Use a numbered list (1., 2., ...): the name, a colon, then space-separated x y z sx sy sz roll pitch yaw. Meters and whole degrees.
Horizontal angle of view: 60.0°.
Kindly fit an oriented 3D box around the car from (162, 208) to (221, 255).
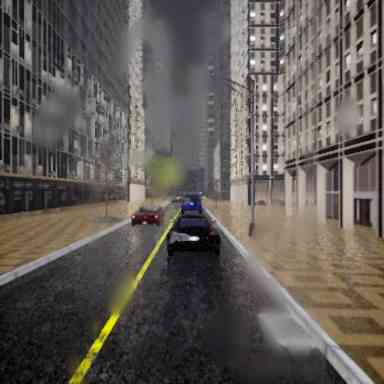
1. car: 0.055 1.573 13.462 1.994 1.385 4.181 0 0 0

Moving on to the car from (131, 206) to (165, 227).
1. car: -2.932 1.620 22.856 1.895 1.301 4.718 0 0 0

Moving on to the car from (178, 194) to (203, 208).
1. car: -0.027 1.254 34.766 2.150 2.045 5.566 0 0 0

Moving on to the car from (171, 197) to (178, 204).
1. car: -3.002 1.678 65.341 1.994 1.385 4.181 0 0 0
